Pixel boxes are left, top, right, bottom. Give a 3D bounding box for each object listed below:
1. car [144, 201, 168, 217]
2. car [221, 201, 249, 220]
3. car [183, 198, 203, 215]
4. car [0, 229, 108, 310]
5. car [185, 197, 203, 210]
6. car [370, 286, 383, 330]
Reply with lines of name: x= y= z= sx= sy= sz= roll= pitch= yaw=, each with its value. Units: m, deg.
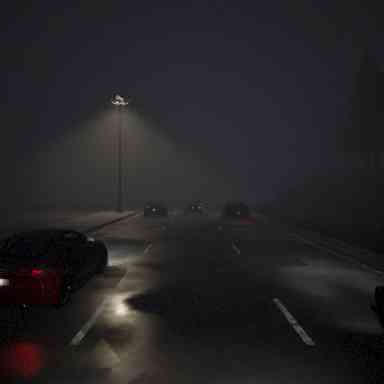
car: x=-3.398 y=1.563 z=31.824 sx=1.994 sy=1.385 sz=4.181 roll=0 pitch=0 yaw=0
car: x=3.600 y=1.477 z=28.282 sx=1.882 sy=1.535 sz=5.008 roll=0 pitch=0 yaw=0
car: x=0.105 y=1.546 z=34.377 sx=2.033 sy=1.411 sz=5.357 roll=0 pitch=0 yaw=0
car: x=-3.401 y=1.564 z=7.887 sx=1.994 sy=1.385 sz=4.181 roll=0 pitch=0 yaw=0
car: x=0.334 y=1.490 z=44.132 sx=2.128 sy=1.511 sz=4.902 roll=0 pitch=0 yaw=2
car: x=3.597 y=1.601 z=2.849 sx=1.895 sy=1.301 sz=4.718 roll=0 pitch=0 yaw=0
